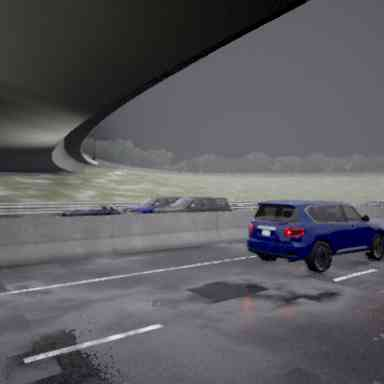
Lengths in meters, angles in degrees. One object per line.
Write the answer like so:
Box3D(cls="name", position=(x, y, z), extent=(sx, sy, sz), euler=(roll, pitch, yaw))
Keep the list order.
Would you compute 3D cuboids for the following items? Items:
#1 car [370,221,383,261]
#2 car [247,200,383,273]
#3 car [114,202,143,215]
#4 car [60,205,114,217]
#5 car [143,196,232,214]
Box3D(cls="car", position=(7.091, 1.571, 8.814), extent=(4.902, 1.511, 2.128), euler=(1, 0, -36))
Box3D(cls="car", position=(4.318, 1.294, 11.134), extent=(5.566, 2.045, 2.150), euler=(1, 0, -36))
Box3D(cls="car", position=(-2.328, 1.311, 23.837), extent=(5.566, 2.045, 2.150), euler=(1, 0, -36))
Box3D(cls="car", position=(-7.167, 1.661, 24.681), extent=(4.718, 1.301, 1.895), euler=(1, 0, -36))
Box3D(cls="car", position=(0.060, 1.315, 21.241), extent=(5.566, 2.045, 2.150), euler=(1, 0, -36))
